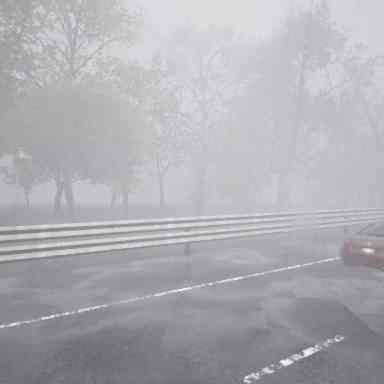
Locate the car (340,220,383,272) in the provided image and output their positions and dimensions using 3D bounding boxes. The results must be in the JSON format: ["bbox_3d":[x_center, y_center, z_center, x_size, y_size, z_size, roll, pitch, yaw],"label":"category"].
[{"bbox_3d":[6.434,1.567,10.186,4.181,1.385,1.994,0,0,-35],"label":"car"}]
